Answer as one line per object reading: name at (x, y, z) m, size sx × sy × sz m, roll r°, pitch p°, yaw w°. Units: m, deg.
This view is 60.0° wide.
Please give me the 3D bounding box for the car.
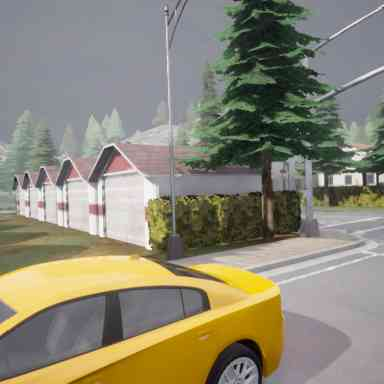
car at (-1.277, 1.452, 3.078) m, size 5.008 × 1.535 × 1.882 m, roll -2°, pitch 1°, yaw -35°
